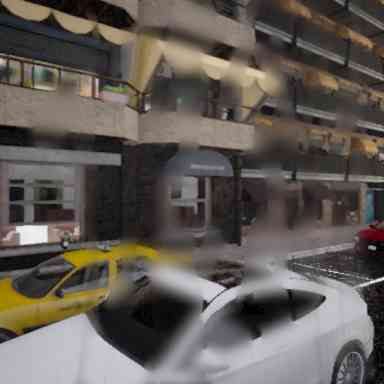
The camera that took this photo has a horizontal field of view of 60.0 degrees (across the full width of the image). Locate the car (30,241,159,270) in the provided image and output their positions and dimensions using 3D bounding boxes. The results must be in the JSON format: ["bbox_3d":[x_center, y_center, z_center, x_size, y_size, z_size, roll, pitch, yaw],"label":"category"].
[{"bbox_3d":[-1.699,1.525,5.347,4.829,1.417,1.752,0,0,-36],"label":"car"}]

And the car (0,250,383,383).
[{"bbox_3d":[0.060,1.526,3.394,4.674,1.442,1.812,0,0,-36],"label":"car"}]

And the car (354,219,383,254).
[{"bbox_3d":[7.636,1.551,12.008,4.507,1.381,1.887,0,0,-36],"label":"car"}]
